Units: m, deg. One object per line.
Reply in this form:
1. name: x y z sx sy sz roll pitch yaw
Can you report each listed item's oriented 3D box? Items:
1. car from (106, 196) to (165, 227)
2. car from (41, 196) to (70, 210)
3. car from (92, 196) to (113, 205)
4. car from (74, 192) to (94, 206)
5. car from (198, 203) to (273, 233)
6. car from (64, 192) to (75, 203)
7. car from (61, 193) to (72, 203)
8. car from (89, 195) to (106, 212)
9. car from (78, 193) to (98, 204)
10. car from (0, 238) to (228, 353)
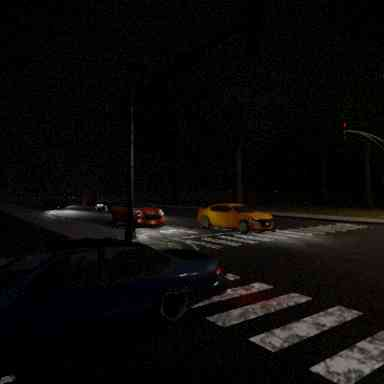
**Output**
1. car: -3.696 1.278 22.180 2.097 1.767 4.553 0 0 -36
2. car: -16.688 1.458 40.114 1.895 1.301 4.718 0 0 -36
3. car: -14.496 1.338 53.876 1.812 1.442 4.674 0 0 -35
4. car: -15.556 1.177 49.849 2.097 1.767 4.553 0 0 -35
5. car: 2.438 1.417 19.580 1.882 1.535 5.008 0 0 -39
6. car: -21.367 1.029 57.771 2.150 2.045 5.566 0 0 -36
7. car: -20.489 1.311 51.025 1.882 1.535 5.008 0 0 -36
8. car: -8.565 1.366 34.428 2.128 1.511 4.902 0 0 -36
9. car: -18.702 1.151 59.632 2.097 1.767 4.553 0 0 -36
10. car: -1.892 1.547 5.641 5.357 1.411 2.033 0 0 -34
